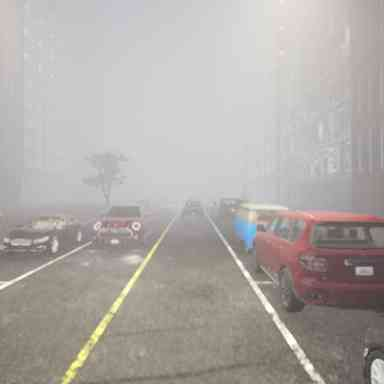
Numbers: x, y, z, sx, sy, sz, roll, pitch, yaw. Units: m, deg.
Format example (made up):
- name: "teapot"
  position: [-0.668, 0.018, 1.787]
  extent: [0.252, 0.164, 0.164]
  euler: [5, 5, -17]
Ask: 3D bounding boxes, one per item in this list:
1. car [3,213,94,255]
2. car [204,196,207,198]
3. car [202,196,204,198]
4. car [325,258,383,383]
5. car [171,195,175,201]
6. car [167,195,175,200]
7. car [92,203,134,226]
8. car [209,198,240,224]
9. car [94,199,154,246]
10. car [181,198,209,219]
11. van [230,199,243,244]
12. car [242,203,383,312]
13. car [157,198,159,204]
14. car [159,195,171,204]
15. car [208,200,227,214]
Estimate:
- name: "car"
  position: [-5.688, 1.559, 13.208]
  extent: [2.008, 1.369, 4.403]
  euler: [1, 0, 0]
- name: "car"
  position: [2.681, 1.548, 41.614]
  extent: [1.752, 1.417, 4.829]
  euler: [1, 0, 0]
- name: "car"
  position: [2.667, 1.581, 75.293]
  extent: [2.008, 1.369, 4.403]
  euler: [1, 0, 0]
- name: "car"
  position: [2.697, 1.552, 1.955]
  extent: [2.008, 1.369, 4.403]
  euler: [1, 0, 0]
- name: "car"
  position: [-5.718, 1.557, 86.395]
  extent: [1.752, 1.417, 4.829]
  euler: [1, 0, 0]
- name: "car"
  position: [-5.720, 1.577, 92.207]
  extent: [1.887, 1.381, 4.507]
  euler: [1, 0, 0]
- name: "car"
  position: [-5.693, 1.565, 24.494]
  extent: [2.008, 1.369, 4.403]
  euler: [1, 0, 0]
- name: "car"
  position: [2.690, 1.329, 24.521]
  extent: [2.192, 1.841, 5.009]
  euler: [1, 0, 0]
- name: "car"
  position: [-3.024, 1.360, 15.330]
  extent: [2.097, 1.767, 4.553]
  euler: [0, 0, 0]
- name: "car"
  position: [0.089, 1.507, 28.987]
  extent: [2.128, 1.511, 4.902]
  euler: [0, 0, 0]
- name: "van"
  position: [2.695, 1.349, 13.238]
  extent: [1.690, 1.788, 3.998]
  euler: [1, 0, 0]
- name: "car"
  position: [2.697, 1.320, 7.596]
  extent: [2.192, 1.841, 5.009]
  euler: [1, 0, 0]
- name: "car"
  position: [-5.700, 1.574, 41.422]
  extent: [2.008, 1.369, 4.403]
  euler: [1, 0, 0]
- name: "car"
  position: [-5.709, 1.574, 63.993]
  extent: [1.887, 1.381, 4.507]
  euler: [1, 0, 0]
- name: "car"
  position: [2.683, 1.602, 35.803]
  extent: [1.802, 1.307, 4.206]
  euler: [1, 0, 0]
